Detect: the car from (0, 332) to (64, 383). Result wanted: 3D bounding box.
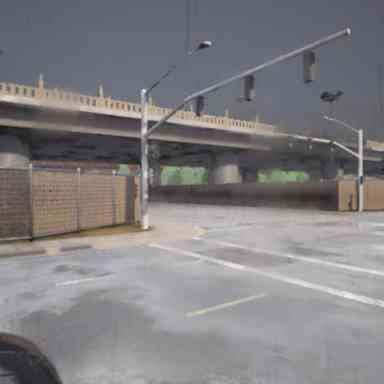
[{"bbox_3d":[-3.150,1.522,1.550,4.892,1.490,1.837,-1,0,-35],"label":"car"}]
